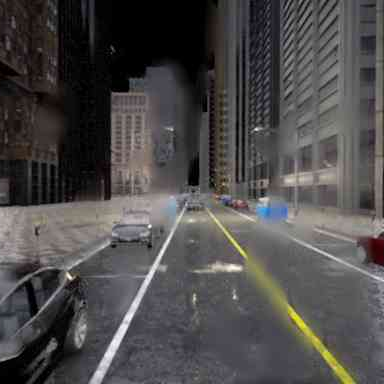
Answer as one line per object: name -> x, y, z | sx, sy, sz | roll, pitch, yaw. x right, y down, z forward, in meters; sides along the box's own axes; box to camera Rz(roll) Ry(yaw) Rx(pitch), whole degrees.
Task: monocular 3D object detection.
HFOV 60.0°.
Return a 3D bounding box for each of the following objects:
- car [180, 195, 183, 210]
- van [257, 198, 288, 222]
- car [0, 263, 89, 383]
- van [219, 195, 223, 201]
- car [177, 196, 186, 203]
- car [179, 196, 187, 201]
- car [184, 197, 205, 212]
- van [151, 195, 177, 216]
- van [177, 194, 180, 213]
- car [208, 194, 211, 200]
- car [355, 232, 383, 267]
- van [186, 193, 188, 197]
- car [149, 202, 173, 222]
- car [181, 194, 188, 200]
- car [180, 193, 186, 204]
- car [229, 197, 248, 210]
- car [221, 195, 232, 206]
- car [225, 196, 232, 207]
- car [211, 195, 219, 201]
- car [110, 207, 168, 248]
car -> -2.315, 1.444, 37.228 | 1.967, 1.590, 4.097 | 0, 0, 0
van -> 6.181, 1.369, 25.929 | 1.690, 1.788, 3.998 | 0, 0, 0
car -> -2.403, 1.559, 3.384 | 1.947, 1.339, 4.313 | 0, 0, 0
van -> 6.268, 1.378, 59.773 | 1.690, 1.788, 3.998 | 0, 0, 0
car -> -2.228, 1.556, 71.074 | 1.887, 1.381, 4.507 | 0, 0, 0
car -> -2.198, 1.579, 82.355 | 1.947, 1.339, 4.313 | 0, 0, 0
car -> 0.455, 1.577, 38.586 | 1.994, 1.385, 4.181 | 0, 0, 0
van -> -2.345, 1.341, 25.947 | 1.690, 1.788, 3.998 | 0, 0, 0
van -> -2.330, 1.343, 31.587 | 1.690, 1.788, 3.998 | 0, 0, 0
car -> 6.357, 1.592, 93.617 | 2.008, 1.369, 4.403 | 0, 0, 0
car -> 6.137, 1.568, 9.007 | 1.887, 1.381, 4.507 | 0, 0, 0
van -> -2.242, 1.352, 65.433 | 1.690, 1.788, 3.998 | 0, 0, 0
car -> -2.360, 1.524, 20.136 | 1.752, 1.417, 4.829 | 0, 0, 0
car -> -2.169, 1.453, 93.637 | 1.967, 1.590, 4.097 | 0, 0, 0
car -> -2.301, 1.320, 42.870 | 2.192, 1.841, 5.009 | 0, 0, 0
car -> 6.224, 1.615, 42.851 | 1.802, 1.307, 4.206 | 0, 0, 0
car -> 6.254, 1.602, 54.133 | 1.947, 1.339, 4.313 | 0, 0, 0
car -> 6.239, 1.616, 48.492 | 1.802, 1.307, 4.206 | 0, 0, 0
car -> 6.327, 1.586, 82.336 | 1.887, 1.381, 4.507 | 0, 0, 0
car -> -2.374, 1.548, 14.665 | 2.008, 1.369, 4.403 | 0, 0, 0
